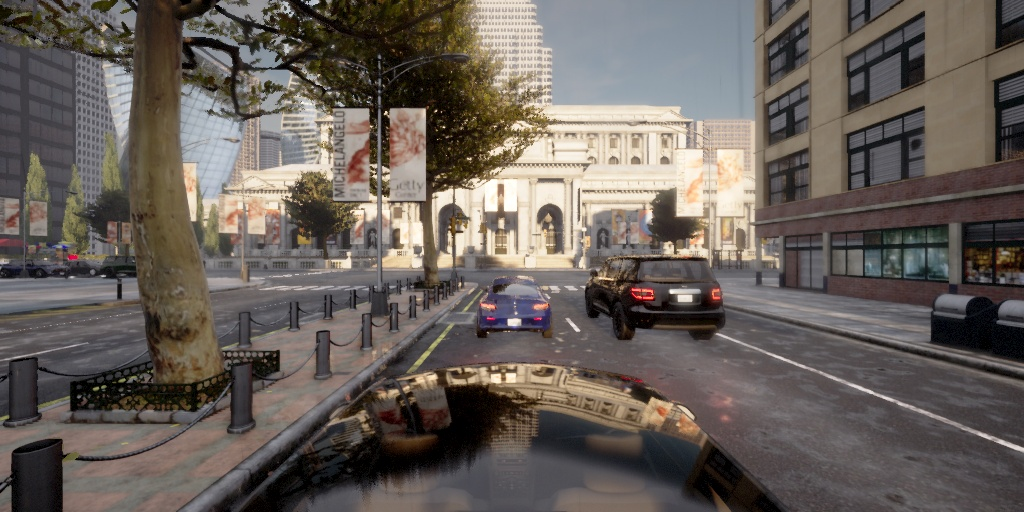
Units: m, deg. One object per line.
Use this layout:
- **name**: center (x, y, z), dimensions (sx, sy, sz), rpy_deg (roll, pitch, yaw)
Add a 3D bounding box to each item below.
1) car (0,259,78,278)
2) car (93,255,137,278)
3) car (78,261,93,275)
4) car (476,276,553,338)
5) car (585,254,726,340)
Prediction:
- **car**: center (-45.075, 1.102, 34.076), dimensions (4.553, 1.767, 2.097), rpy_deg (0, 0, -2)
- **car**: center (-35.664, 0.971, 34.155), dimensions (5.566, 2.045, 2.150), rpy_deg (0, 0, 0)
- **car**: center (-44.446, 1.255, 37.599), dimensions (4.892, 1.490, 1.837), rpy_deg (0, 0, -1)
- **car**: center (0.074, 1.276, 10.089), dimensions (1.812, 1.442, 4.674), rpy_deg (0, 0, 0)
- **car**: center (3.580, 0.971, 10.099), dimensions (2.150, 2.045, 5.566), rpy_deg (0, 0, 0)
